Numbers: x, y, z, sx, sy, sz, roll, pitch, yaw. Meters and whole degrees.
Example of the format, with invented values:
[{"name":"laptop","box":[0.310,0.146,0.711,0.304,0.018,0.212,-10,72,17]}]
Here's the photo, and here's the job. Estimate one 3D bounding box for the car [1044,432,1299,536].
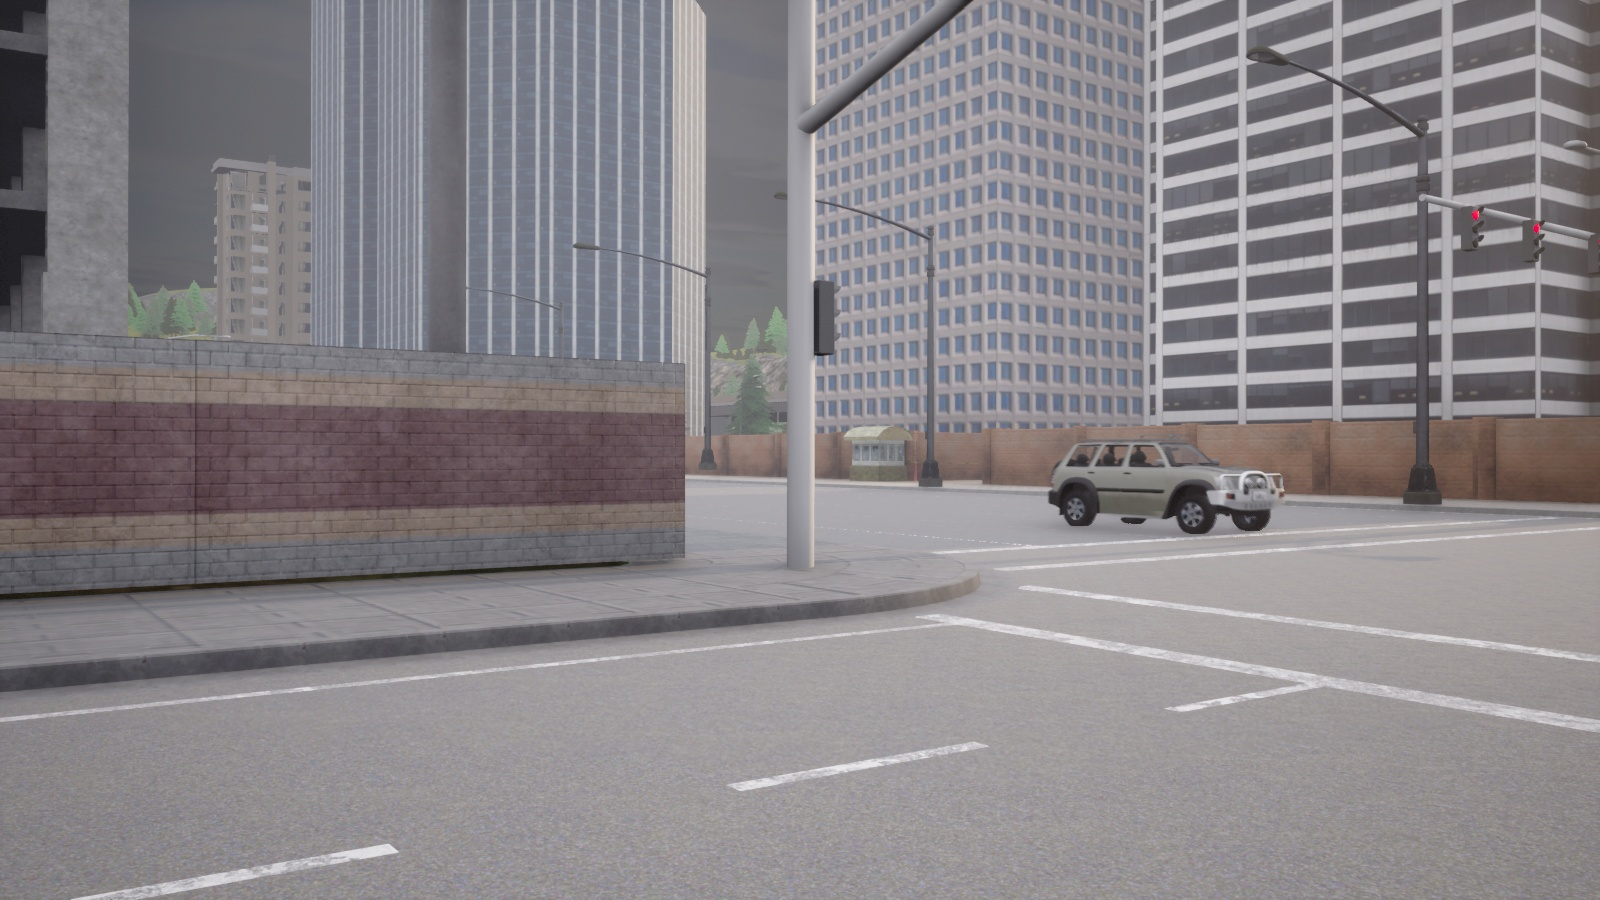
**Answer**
[{"name":"car","box":[7.163,0.607,24.669,1.932,1.855,4.605,0,0,-35]}]
